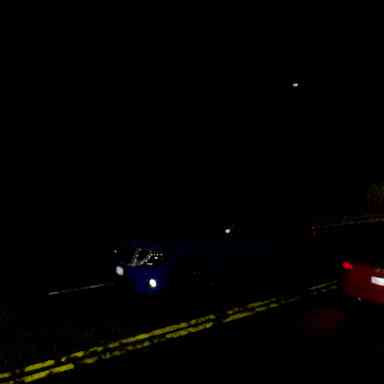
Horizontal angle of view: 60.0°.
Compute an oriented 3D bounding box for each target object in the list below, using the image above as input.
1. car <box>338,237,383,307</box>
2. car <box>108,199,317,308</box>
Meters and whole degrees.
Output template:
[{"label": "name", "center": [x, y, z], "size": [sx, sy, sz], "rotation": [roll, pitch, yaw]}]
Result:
[{"label": "car", "center": [4.985, 1.567, 7.096], "size": [4.181, 1.385, 1.994], "rotation": [0, 0, -36]}, {"label": "car", "center": [0.792, 1.222, 8.285], "size": [5.566, 2.045, 2.150], "rotation": [0, 0, -36]}]
